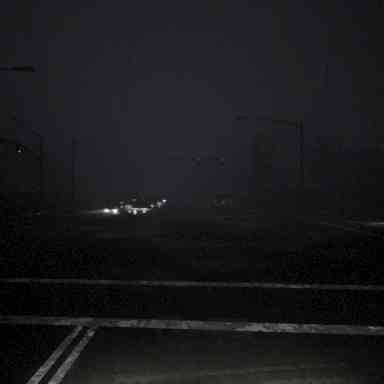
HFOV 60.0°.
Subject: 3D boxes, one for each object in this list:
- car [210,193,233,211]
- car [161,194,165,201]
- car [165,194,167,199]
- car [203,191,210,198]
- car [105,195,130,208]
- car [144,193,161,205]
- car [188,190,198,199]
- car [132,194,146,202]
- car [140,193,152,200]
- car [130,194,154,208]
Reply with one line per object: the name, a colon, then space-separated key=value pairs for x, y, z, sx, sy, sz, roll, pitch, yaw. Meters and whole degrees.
car: x=3.578 y=1.154 z=39.337 sx=2.150 sy=2.045 sz=5.566 roll=0 pitch=0 yaw=2
car: x=-6.819 y=1.210 z=64.830 sx=1.895 sy=1.301 sz=4.718 roll=0 pitch=1 yaw=0
car: x=-6.789 y=1.003 z=75.178 sx=1.895 sy=1.301 sz=4.718 roll=0 pitch=1 yaw=0
car: x=3.735 y=0.593 z=83.440 sx=2.097 sy=1.767 sz=4.553 roll=0 pitch=1 yaw=0
car: x=-10.400 y=1.369 z=45.410 sx=2.128 sy=1.511 sz=4.902 roll=0 pitch=1 yaw=1
car: x=-6.849 y=1.305 z=55.253 sx=2.033 sy=1.411 sz=5.357 roll=0 pitch=1 yaw=0
car: x=0.215 y=0.604 z=76.582 sx=2.150 sy=2.045 sz=5.566 roll=0 pitch=1 yaw=0
car: x=-10.320 y=1.179 z=64.556 sx=1.994 sy=1.385 sz=4.181 roll=0 pitch=1 yaw=0
car: x=-10.289 y=0.948 z=75.174 sx=2.033 sy=1.411 sz=5.357 roll=0 pitch=1 yaw=0
car: x=-6.898 y=1.431 z=46.022 sx=1.994 sy=1.385 sz=4.181 roll=0 pitch=1 yaw=1
